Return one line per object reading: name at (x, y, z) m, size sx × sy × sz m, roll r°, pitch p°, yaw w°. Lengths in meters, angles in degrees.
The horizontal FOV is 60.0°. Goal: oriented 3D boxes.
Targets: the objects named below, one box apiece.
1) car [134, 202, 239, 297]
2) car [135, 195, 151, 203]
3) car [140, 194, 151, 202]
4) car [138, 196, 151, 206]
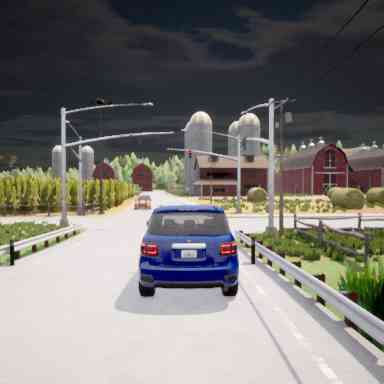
car at (-0.109, 1.363, 9.053) m, size 2.150 × 2.045 × 5.566 m, roll 0°, pitch -2°, yaw -1°
car at (-6.390, 1.326, 43.508) m, size 2.097 × 1.767 × 4.553 m, roll 0°, pitch 1°, yaw -7°
car at (-9.113, 1.185, 65.315) m, size 1.994 × 1.385 × 4.181 m, roll 0°, pitch 1°, yaw -7°
car at (-7.602, 1.382, 53.170) m, size 1.994 × 1.385 × 4.181 m, roll 0°, pitch 1°, yaw -8°
